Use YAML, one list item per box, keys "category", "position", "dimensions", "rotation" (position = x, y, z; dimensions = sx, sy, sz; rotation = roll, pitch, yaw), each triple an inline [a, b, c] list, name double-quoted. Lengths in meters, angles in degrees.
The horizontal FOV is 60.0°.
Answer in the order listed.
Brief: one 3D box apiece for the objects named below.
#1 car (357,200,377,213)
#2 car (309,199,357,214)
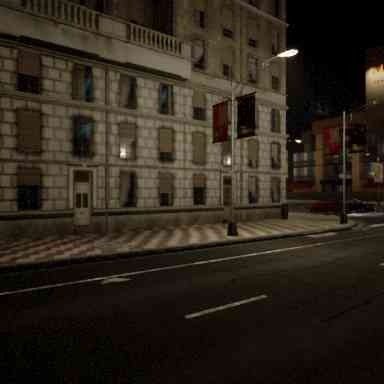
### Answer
- category: "car"
  position: [17.740, 1.491, 36.798]
  dimensions: [2.128, 1.511, 4.902]
  rotation: [0, 0, -36]
- category: "car"
  position: [14.564, 1.563, 35.140]
  dimensions: [1.994, 1.385, 4.181]
  rotation: [0, 0, -35]
